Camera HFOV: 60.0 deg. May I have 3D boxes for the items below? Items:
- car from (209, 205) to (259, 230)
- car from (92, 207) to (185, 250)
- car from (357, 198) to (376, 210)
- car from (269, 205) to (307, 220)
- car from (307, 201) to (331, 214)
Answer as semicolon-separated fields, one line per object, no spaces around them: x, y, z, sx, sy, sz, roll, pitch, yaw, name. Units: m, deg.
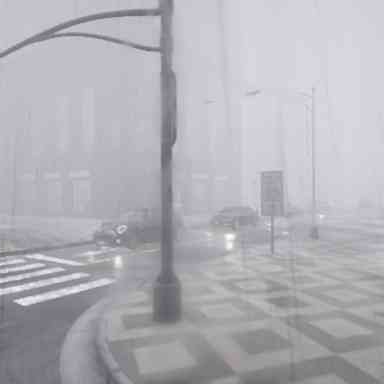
2.989;1.715;22.927;1.837;1.490;4.892;0;0;35;car
-2.369;1.519;15.471;2.097;1.767;4.553;0;0;36;car
26.477;1.719;50.319;2.097;1.767;4.553;0;0;35;car
8.803;1.857;31.064;1.895;1.301;4.718;0;0;36;car
15.298;1.814;40.079;1.837;1.490;4.892;0;0;36;car
